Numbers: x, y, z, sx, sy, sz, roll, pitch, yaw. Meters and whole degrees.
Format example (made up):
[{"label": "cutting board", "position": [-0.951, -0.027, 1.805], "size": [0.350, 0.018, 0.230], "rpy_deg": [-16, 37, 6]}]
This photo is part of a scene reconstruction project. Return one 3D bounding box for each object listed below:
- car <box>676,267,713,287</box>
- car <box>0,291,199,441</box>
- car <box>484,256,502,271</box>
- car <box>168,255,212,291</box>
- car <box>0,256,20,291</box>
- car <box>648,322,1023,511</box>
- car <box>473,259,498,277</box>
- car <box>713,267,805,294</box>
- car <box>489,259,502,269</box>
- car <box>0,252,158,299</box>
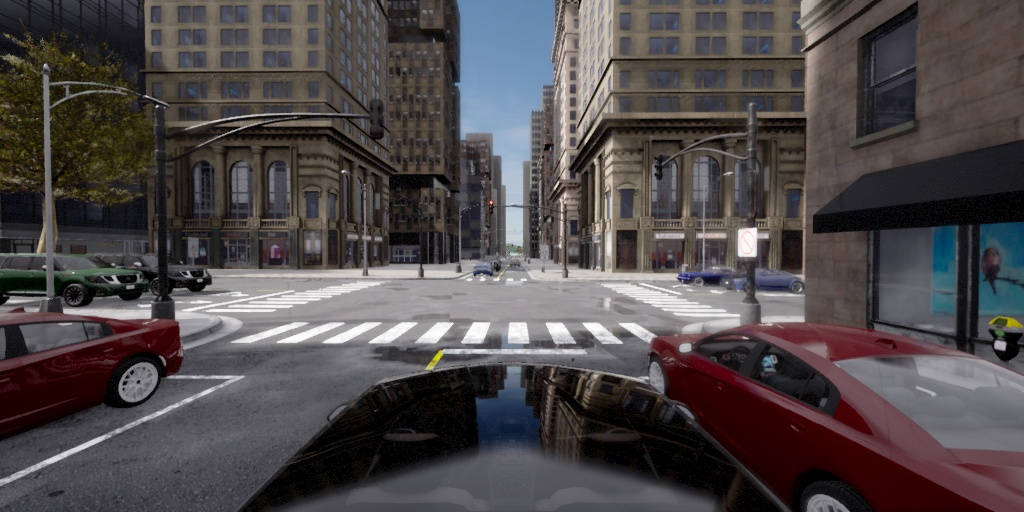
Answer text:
[{"label": "car", "position": [13.810, 1.399, 24.334], "size": [4.718, 1.301, 1.895], "rpy_deg": [0, 1, 1]}, {"label": "car", "position": [-5.755, 1.294, 3.438], "size": [1.888, 1.381, 4.507], "rpy_deg": [0, 0, 0]}, {"label": "car", "position": [-2.714, 0.957, 46.406], "size": [2.150, 2.045, 5.566], "rpy_deg": [0, 0, 1]}, {"label": "car", "position": [-18.333, 0.852, 17.909], "size": [5.566, 2.045, 2.150], "rpy_deg": [0, 1, 0]}, {"label": "car", "position": [-28.420, 0.901, 18.001], "size": [4.553, 1.767, 2.097], "rpy_deg": [0, 1, 1]}, {"label": "car", "position": [2.770, 1.294, 3.371], "size": [1.888, 1.381, 4.507], "rpy_deg": [0, 0, 0]}, {"label": "car", "position": [-2.809, 1.286, 36.220], "size": [2.033, 1.411, 5.357], "rpy_deg": [0, 0, 0]}, {"label": "car", "position": [14.634, 1.417, 21.076], "size": [4.181, 1.385, 1.994], "rpy_deg": [0, 1, 0]}, {"label": "car", "position": [-2.603, 1.238, 56.860], "size": [1.837, 1.490, 4.892], "rpy_deg": [0, 0, 1]}, {"label": "car", "position": [-18.340, 0.900, 14.659], "size": [5.566, 2.045, 2.150], "rpy_deg": [0, 1, 0]}]
